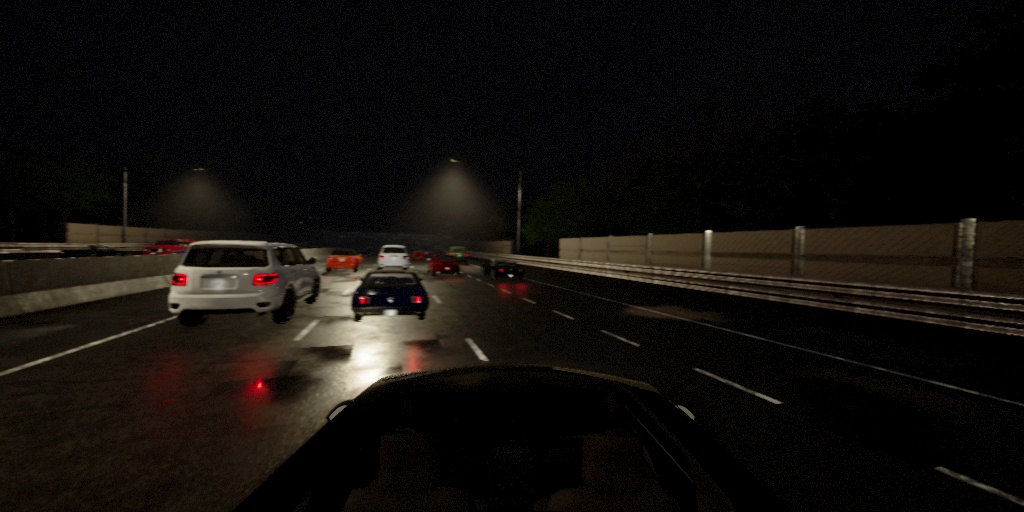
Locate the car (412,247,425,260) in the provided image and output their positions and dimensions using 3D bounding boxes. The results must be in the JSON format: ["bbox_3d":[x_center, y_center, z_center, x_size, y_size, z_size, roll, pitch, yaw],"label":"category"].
[{"bbox_3d":[-13.436,-0.164,52.300,1.882,1.535,5.008,1,1,-18],"label":"car"}]

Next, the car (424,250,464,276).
[{"bbox_3d":[-5.047,0.604,26.155,1.882,1.535,5.008,1,1,-18],"label":"car"}]

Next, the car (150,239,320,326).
[{"bbox_3d":[-7.111,0.605,10.232,2.150,2.045,5.566,1,1,-18],"label":"car"}]

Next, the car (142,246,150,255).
[{"bbox_3d":[-33.950,-0.662,35.749,2.150,2.045,5.566,1,1,-18],"label":"car"}]

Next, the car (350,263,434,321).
[{"bbox_3d":[-3.702,1.064,11.037,1.895,1.301,4.718,1,1,-18],"label":"car"}]

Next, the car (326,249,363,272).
[{"bbox_3d":[-12.722,0.235,27.482,2.097,1.767,4.553,1,1,-18],"label":"car"}]

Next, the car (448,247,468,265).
[{"bbox_3d":[-6.765,-0.048,43.248,2.150,2.045,5.566,1,1,-18],"label":"car"}]

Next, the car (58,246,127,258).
[{"bbox_3d":[-36.133,-0.248,31.065,1.895,1.301,4.718,1,1,-18],"label":"car"}]

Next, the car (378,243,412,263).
[{"bbox_3d":[-9.383,0.177,28.533,2.150,2.045,5.566,1,1,-18],"label":"car"}]

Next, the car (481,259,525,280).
[{"bbox_3d":[-0.762,0.878,24.602,1.895,1.301,4.718,1,1,-18],"label":"car"}]
